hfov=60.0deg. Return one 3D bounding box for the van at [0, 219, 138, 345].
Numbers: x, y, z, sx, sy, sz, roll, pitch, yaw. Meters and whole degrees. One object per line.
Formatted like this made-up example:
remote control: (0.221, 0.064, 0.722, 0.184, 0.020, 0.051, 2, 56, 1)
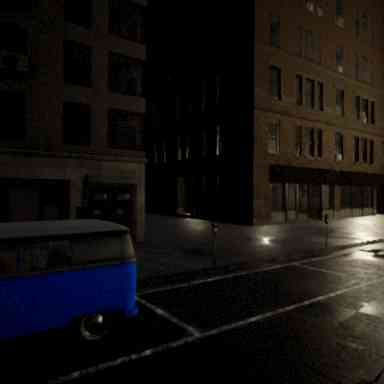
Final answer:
van: (-2.769, 1.341, 4.778, 3.998, 1.788, 1.690, 0, 1, -35)
